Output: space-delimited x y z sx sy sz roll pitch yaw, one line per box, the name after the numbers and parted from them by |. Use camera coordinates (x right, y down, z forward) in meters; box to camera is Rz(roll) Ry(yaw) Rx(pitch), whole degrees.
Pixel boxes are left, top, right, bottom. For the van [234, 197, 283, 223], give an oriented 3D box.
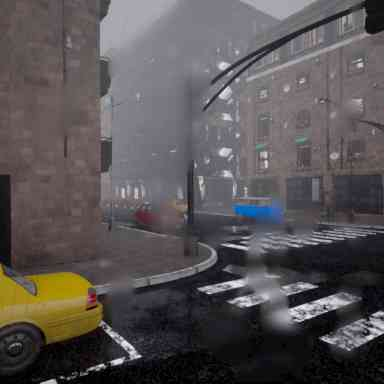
4.898 1.280 24.914 1.690 1.788 3.998 0 0 -36 | van

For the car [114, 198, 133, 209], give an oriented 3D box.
-8.415 1.463 43.234 1.887 1.381 4.507 -1 0 -36 | car

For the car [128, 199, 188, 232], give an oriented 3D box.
-1.892 1.441 20.003 1.967 1.590 4.097 0 0 -36 | car

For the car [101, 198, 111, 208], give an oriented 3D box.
-11.743 1.463 47.814 1.887 1.381 4.507 -1 0 -36 | car

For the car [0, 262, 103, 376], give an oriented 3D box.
-3.591 1.525 4.003 4.829 1.417 1.752 0 0 -36 | car
